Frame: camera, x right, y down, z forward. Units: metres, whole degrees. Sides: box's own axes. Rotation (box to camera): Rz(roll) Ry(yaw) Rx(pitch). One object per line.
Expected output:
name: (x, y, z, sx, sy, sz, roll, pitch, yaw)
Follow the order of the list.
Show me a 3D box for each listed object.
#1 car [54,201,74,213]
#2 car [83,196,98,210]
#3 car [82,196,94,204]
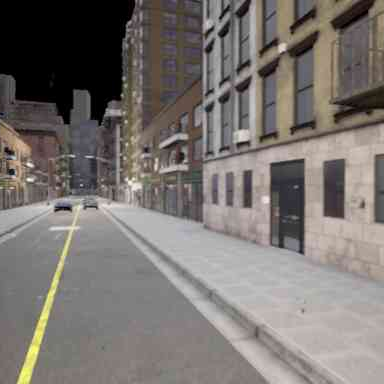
car: (-14.072, 1.612, 36.596, 1.895, 1.301, 4.718, 0, 0, -18)
car: (-13.344, 1.564, 43.898, 2.033, 1.411, 5.357, 0, 0, -18)
car: (-20.083, 1.540, 64.528, 2.128, 1.511, 4.902, 0, 0, -17)
